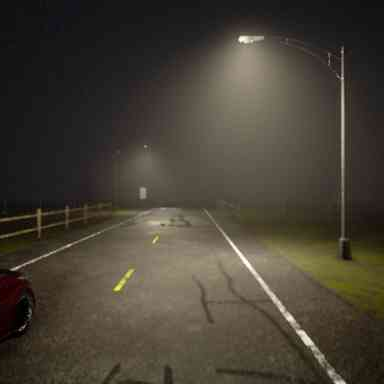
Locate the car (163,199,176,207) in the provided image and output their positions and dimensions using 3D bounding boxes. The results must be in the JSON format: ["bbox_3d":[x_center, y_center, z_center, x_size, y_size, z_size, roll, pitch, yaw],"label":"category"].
[{"bbox_3d":[-3.497,1.750,52.955,1.895,1.301,4.718,0,0,0],"label":"car"}]

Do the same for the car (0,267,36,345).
[{"bbox_3d":[-3.600,1.574,3.850,1.994,1.385,4.181,0,0,0],"label":"car"}]
